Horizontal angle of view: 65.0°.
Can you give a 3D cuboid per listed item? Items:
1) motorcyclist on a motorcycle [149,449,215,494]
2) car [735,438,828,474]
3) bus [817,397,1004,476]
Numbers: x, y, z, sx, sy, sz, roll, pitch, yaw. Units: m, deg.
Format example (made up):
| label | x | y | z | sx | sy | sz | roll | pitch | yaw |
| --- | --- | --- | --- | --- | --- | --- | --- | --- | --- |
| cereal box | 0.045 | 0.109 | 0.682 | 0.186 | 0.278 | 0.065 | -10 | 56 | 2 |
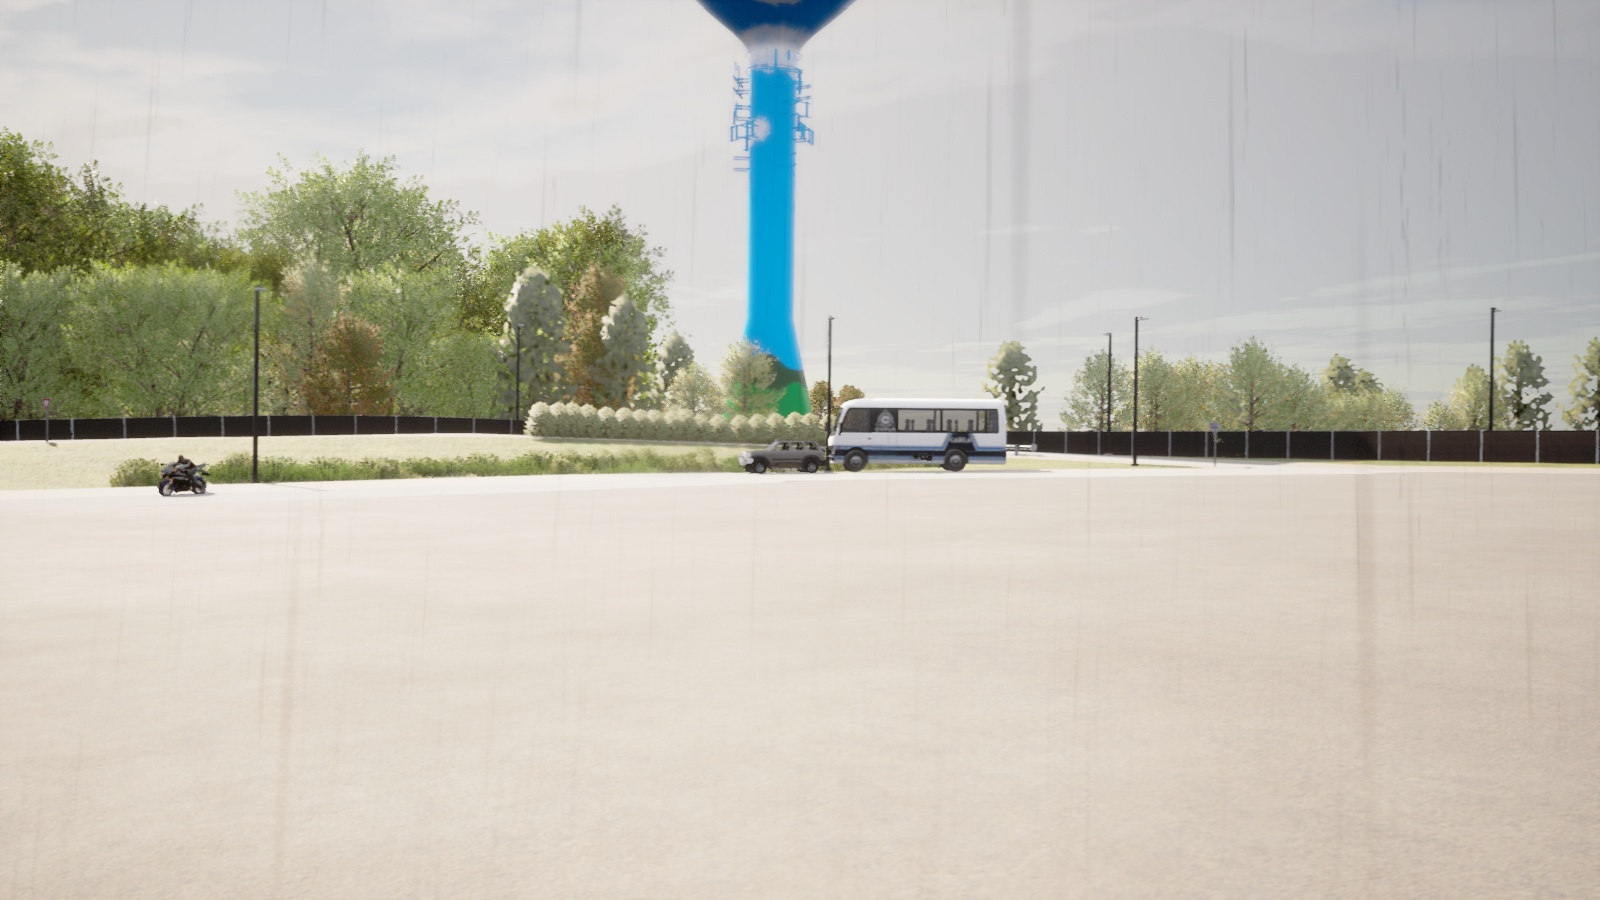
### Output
| label | x | y | z | sx | sy | sz | roll | pitch | yaw |
| --- | --- | --- | --- | --- | --- | --- | --- | --- | --- |
| motorcyclist on a motorcycle | -22.446 | 0.767 | 45.630 | 0.866 | 1.530 | 2.191 | 1 | 1 | 18 |
| car | -0.985 | 0.320 | 67.017 | 4.605 | 1.855 | 1.932 | 0 | 0 | -16 |
| bus | 6.211 | -0.788 | 72.055 | 10.273 | 4.253 | 3.944 | 1 | 1 | -1 |
